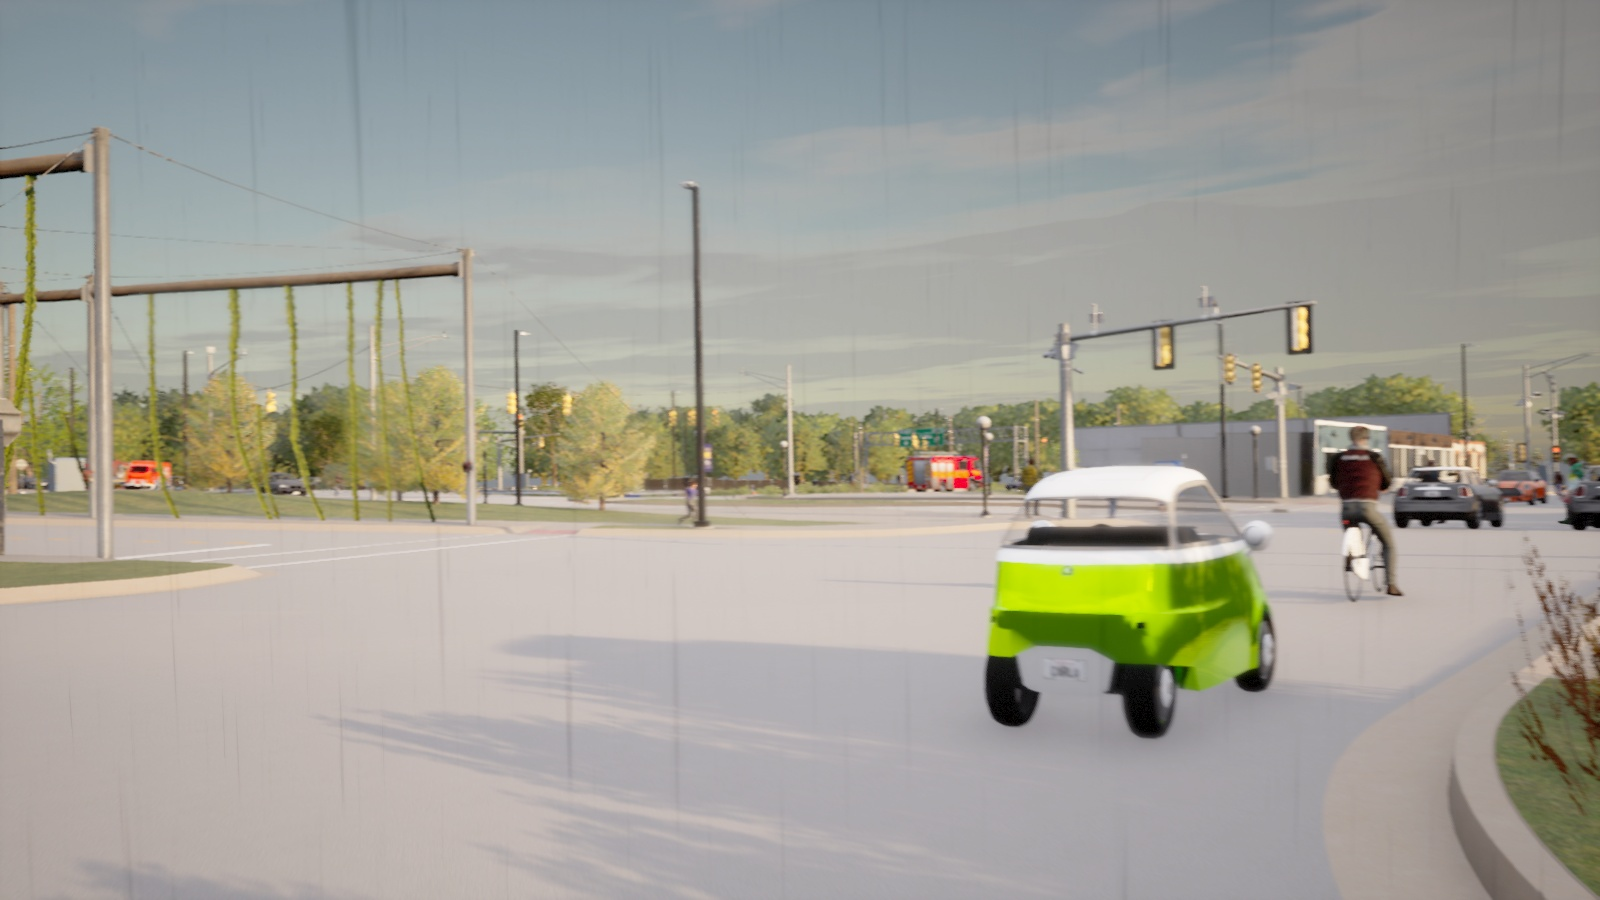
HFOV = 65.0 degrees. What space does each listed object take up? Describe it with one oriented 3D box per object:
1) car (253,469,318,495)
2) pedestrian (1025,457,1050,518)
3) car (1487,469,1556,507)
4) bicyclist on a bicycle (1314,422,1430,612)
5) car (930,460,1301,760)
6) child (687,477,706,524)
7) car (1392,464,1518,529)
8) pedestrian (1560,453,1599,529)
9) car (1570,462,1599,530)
[{"bbox_3d":[-35.593,2.222,86.832,4.611,1.667,2.242,1,-1,41],"label":"car"},{"bbox_3d":[7.156,1.119,37.840,0.370,1.835,0.726,-2,-1,45],"label":"pedestrian"},{"bbox_3d":[34.928,1.804,60.713,2.097,1.767,4.553,-2,-2,40],"label":"car"},{"bbox_3d":[5.806,0.634,12.692,0.659,1.776,1.843,-2,-1,36],"label":"bicyclist on a bicycle"},{"bbox_3d":[1.894,0.771,7.188,1.481,1.376,2.207,-2,-1,30],"label":"car"},{"bbox_3d":[-2.787,1.352,33.843,0.437,1.263,0.270,-1,-1,3],"label":"child"},{"bbox_3d":[16.089,1.141,30.755,1.970,1.475,3.806,-2,-3,39],"label":"car"},{"bbox_3d":[20.597,1.077,33.088,0.873,1.952,0.659,-2,-1,37],"label":"pedestrian"},{"bbox_3d":[18.930,1.051,28.342,1.970,1.475,3.806,-2,-3,42],"label":"car"}]
